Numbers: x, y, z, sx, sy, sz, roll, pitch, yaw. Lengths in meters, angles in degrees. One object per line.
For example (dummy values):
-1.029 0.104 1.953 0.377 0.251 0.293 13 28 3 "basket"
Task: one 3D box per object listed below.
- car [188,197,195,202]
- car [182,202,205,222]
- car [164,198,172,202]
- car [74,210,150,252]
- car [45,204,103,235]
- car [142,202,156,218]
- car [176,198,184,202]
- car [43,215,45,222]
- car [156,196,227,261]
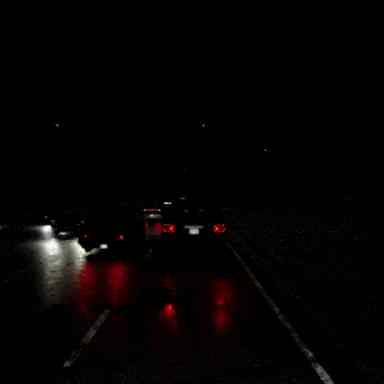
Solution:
-0.029 2.100 91.901 1.837 1.490 4.892 0 -1 0 "car"
0.099 1.679 29.142 1.812 1.442 4.674 0 0 0 "car"
-6.529 2.203 92.726 1.895 1.301 4.718 0 -1 0 "car"
-3.160 1.675 14.192 1.895 1.301 4.718 0 0 0 "car"
-6.578 1.582 19.871 1.882 1.535 5.008 0 0 0 "car"
-3.156 1.642 28.658 2.128 1.511 4.902 0 0 0 "car"
-3.279 2.196 91.925 1.895 1.301 4.718 0 -1 0 "car"
-9.799 1.686 26.361 2.033 1.411 5.357 0 0 0 "car"
0.080 1.289 12.743 2.150 2.045 5.566 0 0 0 "car"
